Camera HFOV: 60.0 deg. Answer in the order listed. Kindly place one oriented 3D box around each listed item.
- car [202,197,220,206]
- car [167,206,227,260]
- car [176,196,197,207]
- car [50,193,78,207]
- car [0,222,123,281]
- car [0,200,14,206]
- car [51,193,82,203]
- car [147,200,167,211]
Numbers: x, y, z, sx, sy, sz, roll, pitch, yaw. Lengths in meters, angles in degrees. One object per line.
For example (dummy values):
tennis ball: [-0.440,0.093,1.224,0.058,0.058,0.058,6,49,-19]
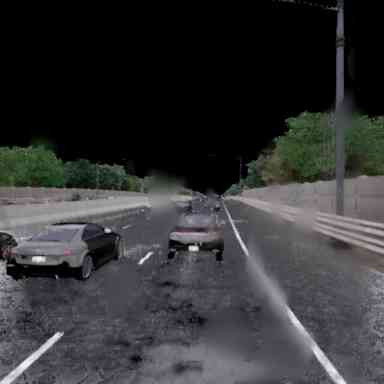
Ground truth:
car: [2.582,1.712,41.793,1.895,1.301,4.718,0,0,5]
car: [0.251,1.525,12.634,2.128,1.511,4.902,0,0,5]
car: [-0.906,1.590,42.056,2.128,1.511,4.902,0,0,5]
car: [-20.959,1.267,54.747,2.150,2.045,5.566,0,0,5]
car: [-3.476,1.574,9.911,1.994,1.385,4.181,0,0,5]
car: [-19.333,1.498,32.232,2.128,1.511,4.902,0,0,5]
car: [-17.982,1.267,48.636,2.150,2.045,5.566,0,0,5]
car: [-4.395,1.686,42.352,1.895,1.301,4.718,0,0,5]
